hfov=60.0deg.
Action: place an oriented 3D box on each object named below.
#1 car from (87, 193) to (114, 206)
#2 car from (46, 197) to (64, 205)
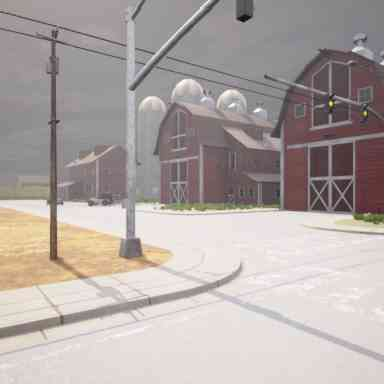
[{"bbox_3d":[-13.842,1.118,50.567,3.866,1.878,1.905,-2,5,11],"label":"car"},{"bbox_3d":[-23.312,1.537,56.553,1.994,1.385,4.181,0,0,-36],"label":"car"}]
